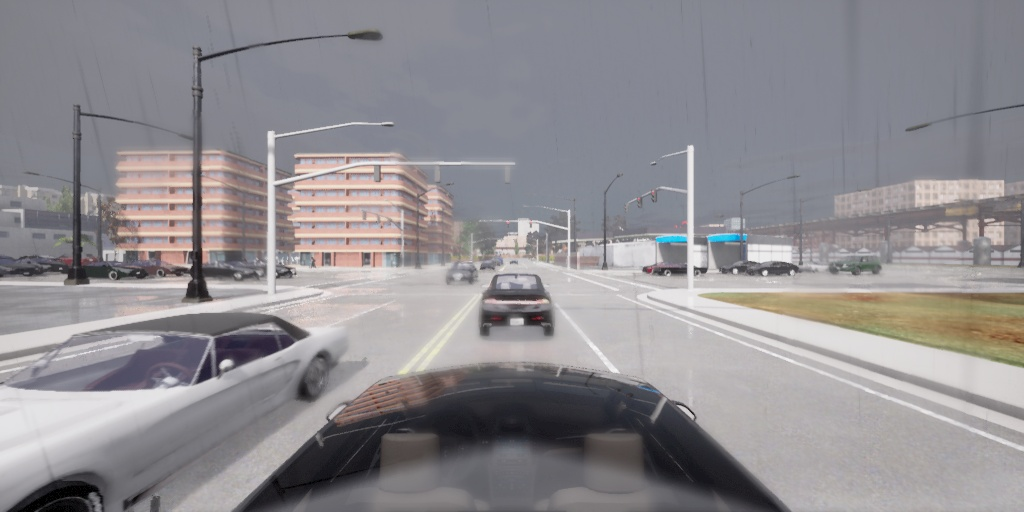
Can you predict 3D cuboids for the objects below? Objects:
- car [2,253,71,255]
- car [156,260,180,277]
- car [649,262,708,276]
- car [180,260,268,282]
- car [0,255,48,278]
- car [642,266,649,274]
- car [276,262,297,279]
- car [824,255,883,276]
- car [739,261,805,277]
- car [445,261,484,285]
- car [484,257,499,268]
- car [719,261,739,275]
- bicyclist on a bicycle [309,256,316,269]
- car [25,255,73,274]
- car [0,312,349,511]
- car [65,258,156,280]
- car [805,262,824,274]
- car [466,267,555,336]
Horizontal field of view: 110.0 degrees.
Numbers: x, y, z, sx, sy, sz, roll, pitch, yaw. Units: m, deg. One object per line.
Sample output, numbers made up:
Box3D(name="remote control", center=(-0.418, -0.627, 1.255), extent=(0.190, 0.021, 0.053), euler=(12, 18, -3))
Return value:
Box3D(name="car", center=(-50.378, 0.620, 37.870), extent=(4.892, 1.490, 1.837), euler=(1, 0, 2))
Box3D(name="car", center=(-30.404, 1.019, 30.227), extent=(5.357, 1.411, 2.033), euler=(1, 0, 1))
Box3D(name="car", center=(16.634, 1.343, 35.629), extent=(4.718, 1.301, 1.895), euler=(0, 0, 0))
Box3D(name="car", center=(-20.950, 1.104, 26.485), extent=(4.902, 1.511, 2.128), euler=(1, 0, 1))
Box3D(name="car", center=(-39.043, 0.870, 26.943), extent=(5.357, 1.411, 2.033), euler=(1, 0, 1))
Box3D(name="car", center=(16.474, 1.306, 39.157), extent=(4.181, 1.385, 1.994), euler=(0, 0, 1))
Box3D(name="car", center=(-20.661, 1.102, 29.976), extent=(4.902, 1.511, 2.128), euler=(1, 0, 1))
Box3D(name="car", center=(36.327, 0.963, 37.836), extent=(5.566, 2.045, 2.150), euler=(0, 0, -19))
Box3D(name="car", center=(25.913, 1.247, 35.781), extent=(4.892, 1.490, 1.837), euler=(0, 0, -5))
Box3D(name="car", center=(-3.478, 1.201, 25.497), extent=(2.128, 1.511, 4.902), euler=(0, 0, 0))
Box3D(name="car", center=(-3.355, 1.287, 50.795), extent=(2.033, 1.411, 5.357), euler=(0, 0, 0))
Box3D(name="car", center=(25.218, 1.246, 39.234), extent=(4.892, 1.490, 1.837), euler=(0, 0, -5))
Box3D(name="bicyclist on a bicycle", center=(-25.928, 0.834, 46.605), extent=(0.582, 1.620, 1.656), euler=(1, 0, 1))
Box3D(name="car", center=(-40.295, 0.862, 30.478), extent=(4.181, 1.385, 1.994), euler=(1, 0, 1))
Box3D(name="car", center=(-3.592, 1.350, 3.614), extent=(1.895, 1.301, 4.718), euler=(0, 0, 0))
Box3D(name="car", center=(-29.790, 1.048, 26.707), extent=(4.181, 1.385, 1.994), euler=(1, 0, 1))
Box3D(name="car", center=(34.884, 1.342, 41.006), extent=(4.718, 1.301, 1.895), euler=(0, 0, -19))
Box3D(name="car", center=(0.121, 1.240, 10.320), extent=(2.128, 1.511, 4.902), euler=(0, 0, 0))
